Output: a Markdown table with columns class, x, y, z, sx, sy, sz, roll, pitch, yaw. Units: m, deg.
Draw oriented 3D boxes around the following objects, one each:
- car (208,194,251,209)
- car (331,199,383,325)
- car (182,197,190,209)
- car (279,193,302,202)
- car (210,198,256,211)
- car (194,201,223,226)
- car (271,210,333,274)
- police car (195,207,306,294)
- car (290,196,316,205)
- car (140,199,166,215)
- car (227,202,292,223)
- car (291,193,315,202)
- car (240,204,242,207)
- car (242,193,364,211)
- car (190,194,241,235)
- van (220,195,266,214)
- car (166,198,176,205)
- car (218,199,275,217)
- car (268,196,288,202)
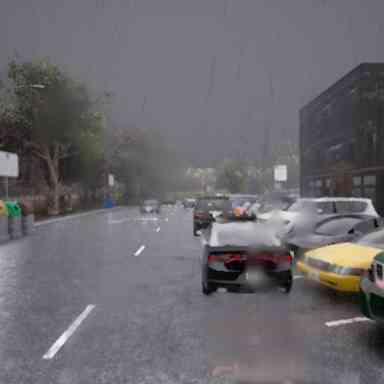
| class | x | y | z | sx | sy | sz | roll | pitch | yaw |
| --- | --- | --- | --- | --- | --- | --- | --- | --- | --- |
| car | 5.255 | 1.301 | 47.210 | 5.566 | 2.045 | 2.435 | 1 | 0 | -20 |
| car | 5.306 | 1.233 | 5.120 | 5.566 | 2.045 | 2.435 | 1 | 0 | -20 |
| car | -0.137 | 1.590 | 46.355 | 1.812 | 1.442 | 4.674 | 0 | 0 | 0 |
| car | 23.731 | 1.392 | 80.406 | 2.435 | 2.045 | 5.566 | 0 | -1 | -22 |
| car | 5.086 | 1.533 | 41.115 | 5.366 | 1.575 | 1.946 | 1 | 0 | -20 |
| car | 1.136 | 1.496 | 24.839 | 1.882 | 1.535 | 5.008 | 0 | 0 | 0 |
| car | 5.284 | 1.516 | 11.135 | 4.792 | 1.488 | 2.163 | 1 | 0 | -20 |
| police car | 1.158 | 1.425 | 8.948 | 1.930 | 1.638 | 5.238 | 0 | 0 | 0 |
| car | 21.082 | 1.628 | 63.370 | 2.163 | 1.488 | 4.792 | 0 | 1 | -22 |
| car | -4.225 | 1.530 | 34.704 | 2.128 | 1.511 | 4.902 | 0 | 0 | 0 |
| car | 5.303 | 1.547 | 26.160 | 4.674 | 1.452 | 2.002 | 1 | 0 | -20 |
| car | 26.791 | 1.393 | 80.454 | 2.435 | 2.045 | 5.566 | 1 | -1 | -22 |
| car | 5.285 | 1.521 | 17.136 | 4.792 | 1.488 | 2.163 | 1 | 0 | -20 |
| car | 5.289 | 1.237 | 14.137 | 5.566 | 2.045 | 2.435 | 1 | 0 | -20 |
| car | 1.146 | 1.234 | 18.869 | 2.150 | 2.045 | 5.566 | 0 | 0 | 0 |
| van | 5.394 | 1.301 | 35.218 | 4.442 | 1.987 | 1.878 | 1 | 0 | -20 |
| car | -3.998 | 1.724 | 59.871 | 1.895 | 1.301 | 4.718 | 0 | 0 | 4 |
| car | 5.284 | 1.519 | 32.172 | 5.008 | 1.535 | 2.097 | 1 | 0 | -20 |
| car | 20.708 | 1.671 | 80.314 | 2.163 | 1.488 | 4.792 | 0 | -1 | -22 |
